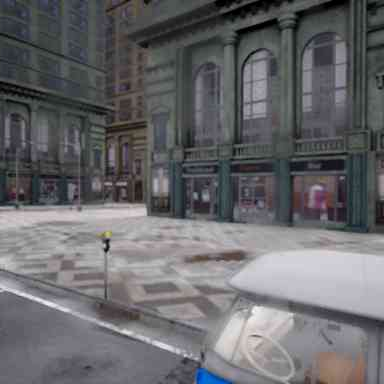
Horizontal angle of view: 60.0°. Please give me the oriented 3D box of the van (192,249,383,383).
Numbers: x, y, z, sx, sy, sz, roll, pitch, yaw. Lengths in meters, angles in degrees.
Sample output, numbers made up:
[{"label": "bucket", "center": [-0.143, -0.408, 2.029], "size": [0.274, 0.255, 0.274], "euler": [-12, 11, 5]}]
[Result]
[{"label": "van", "center": [1.823, 1.349, 1.682], "size": [3.998, 1.788, 1.690], "euler": [1, 0, 35]}]
